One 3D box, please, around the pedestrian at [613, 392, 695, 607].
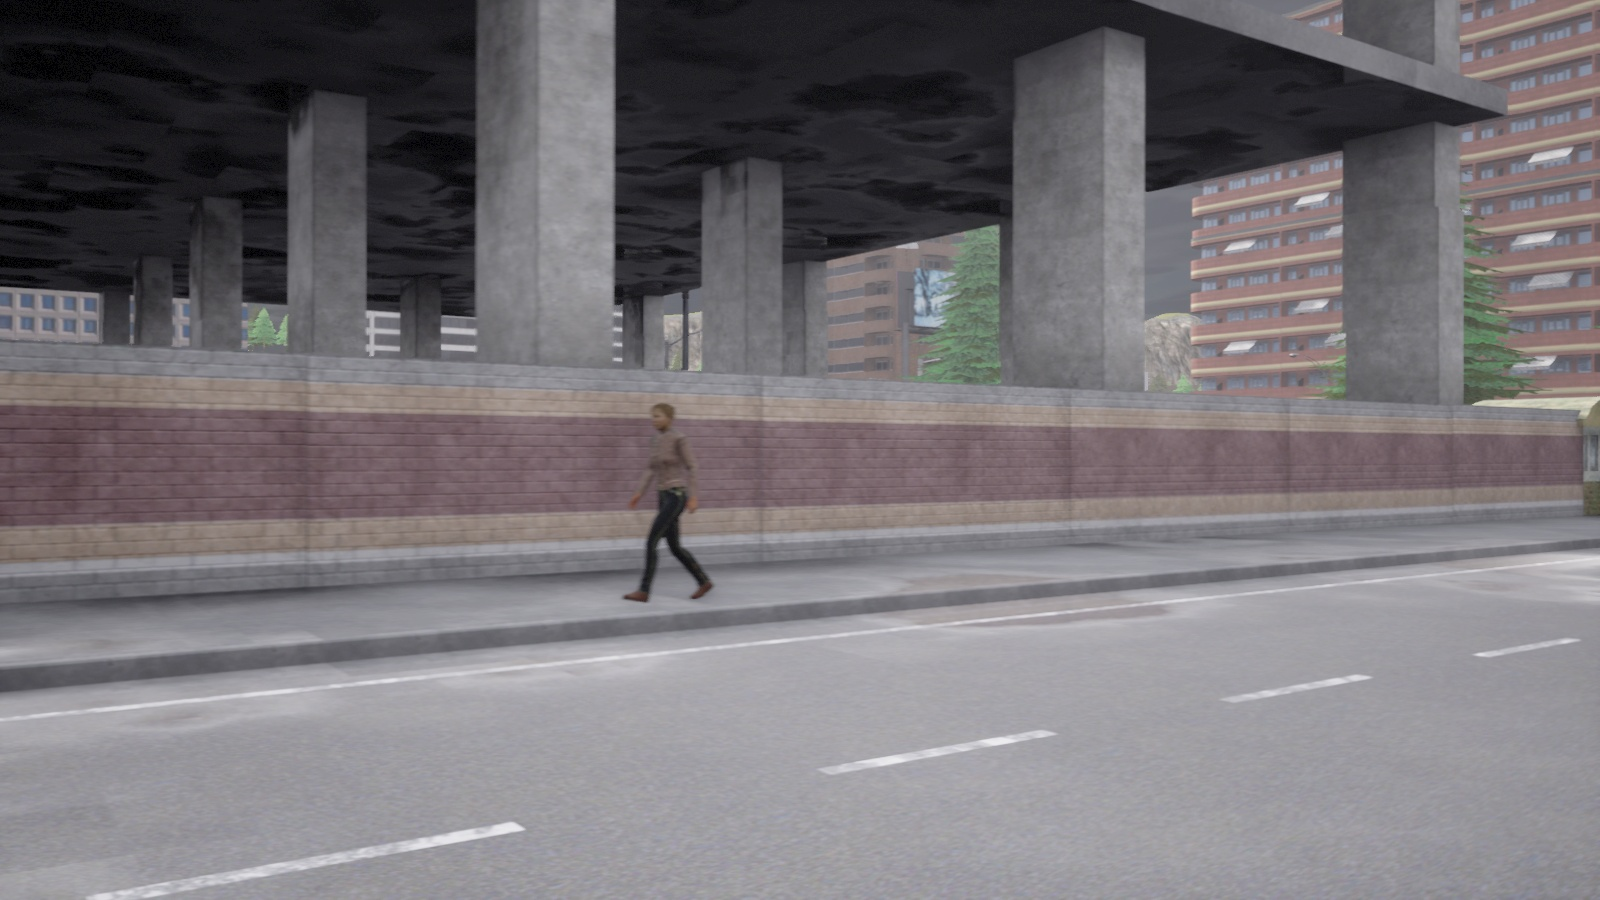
[{"bbox_3d":[-1.289,0.429,11.115,0.634,1.846,0.331,0,0,-36],"label":"pedestrian"}]
